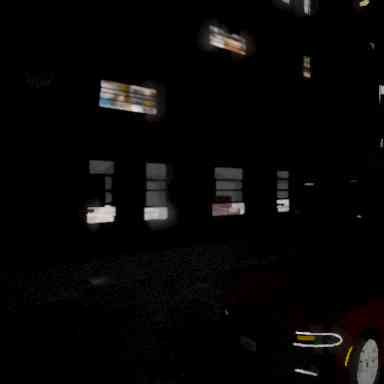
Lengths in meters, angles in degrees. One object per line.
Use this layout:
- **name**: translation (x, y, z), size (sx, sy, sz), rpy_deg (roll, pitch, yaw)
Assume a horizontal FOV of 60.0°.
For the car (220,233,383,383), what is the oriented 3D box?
- **car**: translation (2.678, 1.455, 5.282), size (5.008, 1.535, 1.882), rpy_deg (0, 0, -36)
